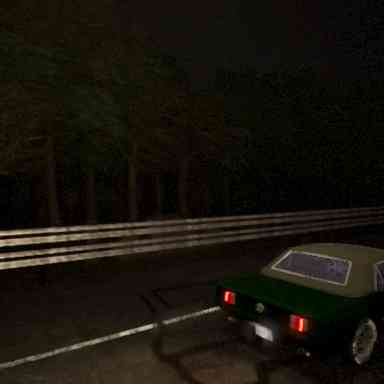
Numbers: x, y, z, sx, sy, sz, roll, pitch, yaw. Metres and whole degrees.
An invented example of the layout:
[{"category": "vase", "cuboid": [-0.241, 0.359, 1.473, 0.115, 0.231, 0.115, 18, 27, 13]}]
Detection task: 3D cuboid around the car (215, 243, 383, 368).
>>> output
[{"category": "car", "cuboid": [2.764, 1.576, 5.724, 4.718, 1.301, 1.895, 0, 0, -36]}]
